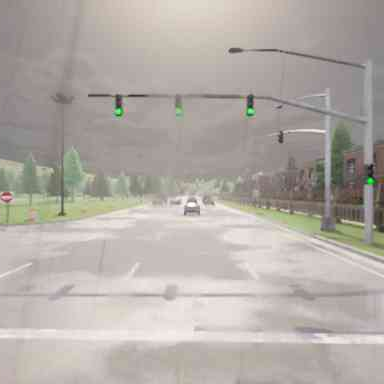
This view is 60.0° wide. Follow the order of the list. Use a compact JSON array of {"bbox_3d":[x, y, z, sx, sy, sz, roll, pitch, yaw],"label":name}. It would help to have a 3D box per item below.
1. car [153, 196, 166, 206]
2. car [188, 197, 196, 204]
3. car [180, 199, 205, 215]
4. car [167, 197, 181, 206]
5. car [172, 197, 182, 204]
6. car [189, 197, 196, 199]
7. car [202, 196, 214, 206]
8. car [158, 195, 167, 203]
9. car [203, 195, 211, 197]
[{"bbox_3d":[-6.971,2.019,67.972,1.812,1.442,4.674,0,0,0],"label":"car"},{"bbox_3d":[0.034,1.898,77.973,1.837,1.490,4.892,0,0,0],"label":"car"},{"bbox_3d":[0.016,1.816,36.940,2.033,1.411,5.357,0,0,0],"label":"car"},{"bbox_3d":[-3.471,2.057,67.970,1.994,1.385,4.181,0,0,0],"label":"car"},{"bbox_3d":[-3.466,1.938,77.974,2.033,1.411,5.357,0,0,0],"label":"car"},{"bbox_3d":[0.029,1.845,67.940,2.097,1.767,4.553,0,0,0],"label":"car"},{"bbox_3d":[3.529,2.095,67.997,1.895,1.301,4.718,0,0,0],"label":"car"},{"bbox_3d":[-6.966,1.623,78.008,2.150,2.045,5.566,0,0,0],"label":"car"},{"bbox_3d":[3.534,1.624,78.004,2.150,2.045,5.566,0,0,0],"label":"car"}]
